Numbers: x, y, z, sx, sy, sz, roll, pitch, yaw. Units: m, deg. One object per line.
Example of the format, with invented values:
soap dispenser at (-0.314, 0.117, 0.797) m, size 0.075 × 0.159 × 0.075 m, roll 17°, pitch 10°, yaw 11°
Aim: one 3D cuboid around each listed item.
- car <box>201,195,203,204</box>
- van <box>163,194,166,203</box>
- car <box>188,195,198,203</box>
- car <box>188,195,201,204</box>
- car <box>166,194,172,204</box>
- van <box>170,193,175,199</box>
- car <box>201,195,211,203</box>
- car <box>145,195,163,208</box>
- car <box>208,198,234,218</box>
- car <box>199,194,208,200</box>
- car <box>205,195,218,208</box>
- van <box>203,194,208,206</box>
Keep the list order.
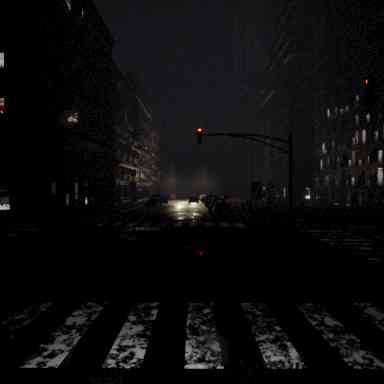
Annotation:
car at (2.805, 1.490, 52.483) m, size 1.887 × 1.381 × 4.507 m, roll -1°, pitch 0°, yaw 0°
van at (-5.545, 1.287, 52.475) m, size 1.690 × 1.788 × 3.998 m, roll -1°, pitch 0°, yaw 0°
car at (0.242, 1.427, 71.018) m, size 2.128 × 1.511 × 4.902 m, roll 0°, pitch 0°, yaw 0°
car at (0.285, 1.435, 60.817) m, size 1.837 × 1.490 × 4.892 m, roll 0°, pitch 0°, yaw 0°
car at (-5.507, 1.470, 63.767) m, size 1.887 × 1.381 × 4.507 m, roll -1°, pitch 0°, yaw 0°
van at (-5.475, 1.242, 75.060) m, size 1.690 × 1.788 × 3.998 m, roll -1°, pitch 0°, yaw 0°
car at (2.862, 1.353, 69.420) m, size 1.967 × 1.590 × 4.097 m, roll -1°, pitch 0°, yaw 0°
car at (-5.559, 1.520, 46.829) m, size 1.947 × 1.339 × 4.313 m, roll -1°, pitch 0°, yaw 0°
car at (2.736, 1.522, 29.899) m, size 1.887 × 1.381 × 4.507 m, roll -1°, pitch 0°, yaw 0°
car at (2.945, 1.313, 86.357) m, size 1.967 × 1.590 × 4.097 m, roll -1°, pitch 0°, yaw 0°
car at (2.752, 1.410, 35.545) m, size 1.967 × 1.590 × 4.097 m, roll -1°, pitch 0°, yaw 0°
van at (2.785, 1.295, 46.837) m, size 1.690 × 1.788 × 3.998 m, roll -1°, pitch 0°, yaw 0°
